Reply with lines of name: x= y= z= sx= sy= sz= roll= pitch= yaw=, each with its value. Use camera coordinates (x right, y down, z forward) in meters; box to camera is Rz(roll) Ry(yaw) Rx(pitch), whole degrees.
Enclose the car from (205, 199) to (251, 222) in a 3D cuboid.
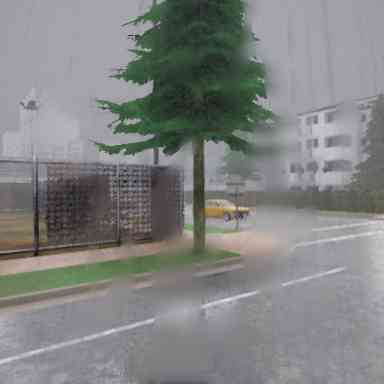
car: x=2.175 y=1.289 z=24.777 sx=1.882 sy=1.535 sz=5.008 roll=-1 pitch=0 yaw=-35
